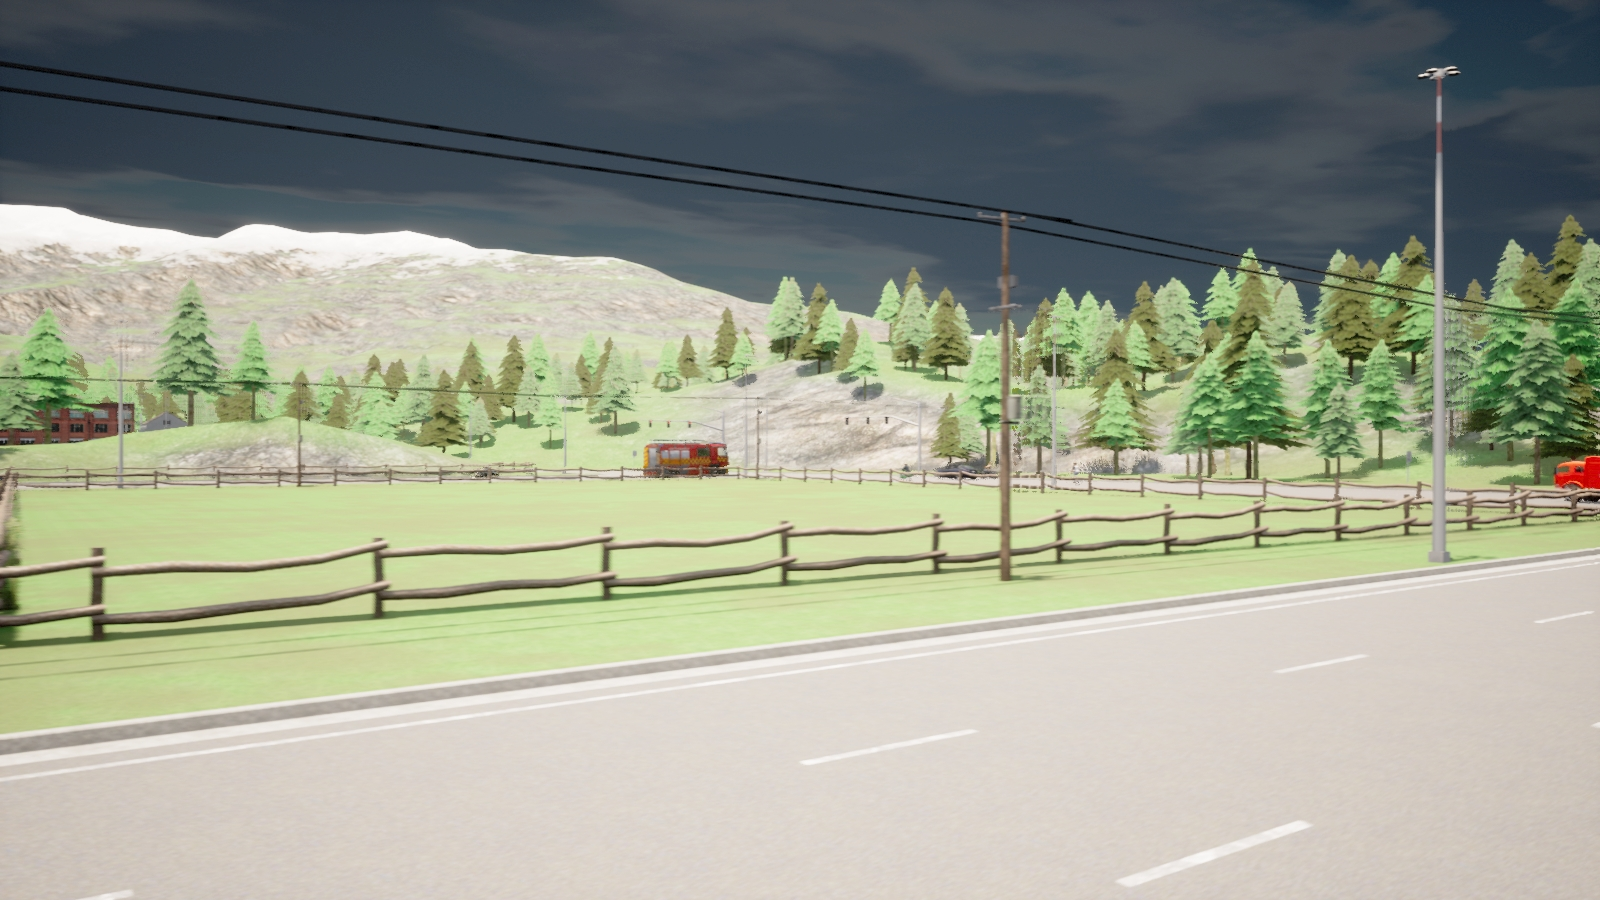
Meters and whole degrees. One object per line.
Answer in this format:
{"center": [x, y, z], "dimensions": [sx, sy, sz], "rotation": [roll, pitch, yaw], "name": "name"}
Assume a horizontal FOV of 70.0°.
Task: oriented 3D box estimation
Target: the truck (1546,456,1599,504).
{"center": [42.457, 1.570, 59.705], "dimensions": [2.627, 2.467, 5.204], "rotation": [0, 0, -28], "name": "truck"}
